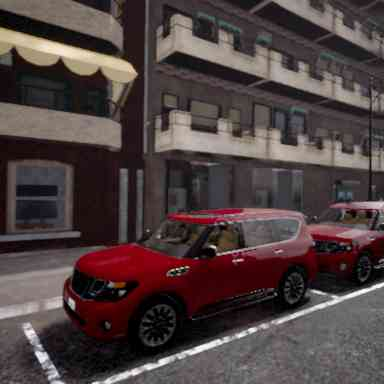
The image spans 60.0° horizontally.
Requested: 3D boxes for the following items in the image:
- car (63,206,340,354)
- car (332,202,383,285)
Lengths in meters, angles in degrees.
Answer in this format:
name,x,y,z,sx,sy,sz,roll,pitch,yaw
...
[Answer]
name,x,y,z,sx,sy,sz,roll,pitch,yaw
car,0.306,1.285,6.285,5.009,1.841,2.192,-1,2,-35
car,4.809,1.242,9.495,5.009,1.841,2.192,-1,2,-35
